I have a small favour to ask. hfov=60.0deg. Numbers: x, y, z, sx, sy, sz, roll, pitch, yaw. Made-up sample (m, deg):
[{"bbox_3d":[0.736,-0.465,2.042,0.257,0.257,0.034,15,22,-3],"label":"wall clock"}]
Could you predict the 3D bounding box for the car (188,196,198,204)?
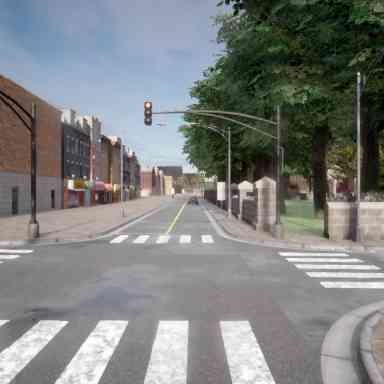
[{"bbox_3d":[0.193,1.512,62.264,2.033,1.411,5.357,0,0,0],"label":"car"}]
